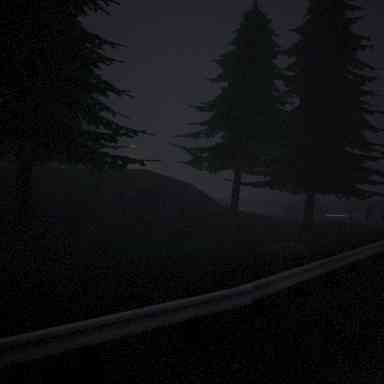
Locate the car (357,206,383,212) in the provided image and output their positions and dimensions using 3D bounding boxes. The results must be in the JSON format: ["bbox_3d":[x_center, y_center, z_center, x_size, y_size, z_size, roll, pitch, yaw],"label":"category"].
[{"bbox_3d":[19.067,1.531,32.500,4.674,1.442,1.812,0,0,34],"label":"car"}]

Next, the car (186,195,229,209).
[{"bbox_3d":[2.056,1.322,43.936,4.553,1.767,2.097,0,0,34],"label":"car"}]

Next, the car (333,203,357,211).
[{"bbox_3d":[18.980,1.551,36.761,5.357,1.411,2.033,0,0,34],"label":"car"}]

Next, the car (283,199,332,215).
[{"bbox_3d":[11.382,1.568,33.435,4.181,1.385,1.994,0,0,34],"label":"car"}]

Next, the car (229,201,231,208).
[{"bbox_3d":[3.595,1.473,47.118,4.892,1.490,1.837,0,0,34],"label":"car"}]
